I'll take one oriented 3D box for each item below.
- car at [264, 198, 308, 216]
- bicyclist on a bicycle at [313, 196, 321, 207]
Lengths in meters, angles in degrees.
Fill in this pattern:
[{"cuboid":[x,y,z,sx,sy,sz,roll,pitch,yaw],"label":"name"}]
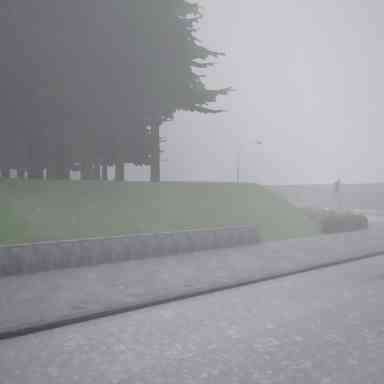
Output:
[{"cuboid":[9.416,1.352,32.884,2.097,1.767,4.553,0,0,-35],"label":"car"},{"cuboid":[14.921,1.349,39.633,1.656,1.620,0.582,0,0,-35],"label":"bicyclist on a bicycle"}]
